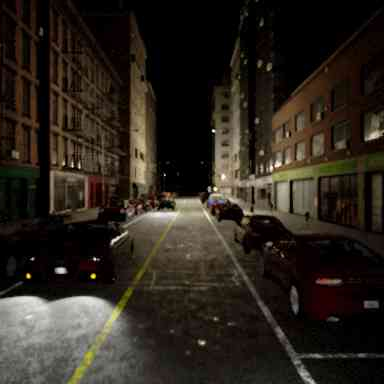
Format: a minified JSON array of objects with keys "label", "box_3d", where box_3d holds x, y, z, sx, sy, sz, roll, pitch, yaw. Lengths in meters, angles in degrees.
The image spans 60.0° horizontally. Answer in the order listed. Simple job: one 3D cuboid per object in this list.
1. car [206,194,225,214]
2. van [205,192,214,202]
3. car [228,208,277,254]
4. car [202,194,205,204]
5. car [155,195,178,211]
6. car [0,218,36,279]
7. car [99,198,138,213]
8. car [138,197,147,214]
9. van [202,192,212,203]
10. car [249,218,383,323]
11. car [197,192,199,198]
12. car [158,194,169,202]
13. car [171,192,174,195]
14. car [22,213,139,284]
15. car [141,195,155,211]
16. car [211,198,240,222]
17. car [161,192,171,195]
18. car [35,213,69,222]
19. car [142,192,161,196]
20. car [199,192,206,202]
[{"label":"car","box_3d":[2.613,1.249,29.826,1.967,1.590,4.097,0,0,0]},{"label":"van","box_3d":[2.608,1.113,35.504,1.690,1.788,3.998,0,0,0]},{"label":"car","box_3d":[2.628,1.500,12.790,1.802,1.307,4.206,0,0,0]},{"label":"car","box_3d":[2.603,1.286,41.185,2.008,1.369,4.403,0,0,0]},{"label":"car","box_3d":[-2.782,1.370,37.094,1.895,1.301,4.718,0,0,0]},{"label":"car","box_3d":[-5.396,1.500,7.111,1.887,1.381,4.507,0,0,0]},{"label":"car","box_3d":[-5.413,1.286,24.146,1.967,1.590,4.097,0,0,0]},{"label":"car","box_3d":[-5.419,1.392,29.825,1.802,1.307,4.206,0,0,0]},{"label":"van","box_3d":[2.589,0.964,58.219,1.690,1.788,3.998,0,0,0]},{"label":"car","box_3d":[2.633,1.499,7.112,1.887,1.381,4.507,0,0,0]},{"label":"car","box_3d":[2.584,0.900,63.898,2.192,1.841,5.009,0,0,0]},{"label":"car","box_3d":[-5.454,1.113,63.723,1.752,1.417,4.829,0,0,0]},{"label":"car","box_3d":[-5.459,0.863,69.571,2.192,1.841,5.009,0,0,0]},{"label":"car","box_3d":[-2.838,1.506,9.211,1.994,1.385,4.181,0,0,0]},{"label":"car","box_3d":[-5.425,1.339,35.503,1.947,1.339,4.313,0,0,0]},{"label":"car","box_3d":[2.618,1.390,24.148,1.887,1.381,4.507,0,0,0]},{"label":"car","box_3d":[-5.448,0.939,58.215,2.192,1.841,5.009,0,0,0]},{"label":"car","box_3d":[-5.402,1.501,12.790,1.802,1.307,4.206,0,0,0]},{"label":"car","box_3d":[-5.430,1.051,41.179,2.192,1.841,5.009,0,0,0]},{"label":"car","box_3d":[2.594,0.976,52.540,2.192,1.841,5.009,0,0,0]}]
